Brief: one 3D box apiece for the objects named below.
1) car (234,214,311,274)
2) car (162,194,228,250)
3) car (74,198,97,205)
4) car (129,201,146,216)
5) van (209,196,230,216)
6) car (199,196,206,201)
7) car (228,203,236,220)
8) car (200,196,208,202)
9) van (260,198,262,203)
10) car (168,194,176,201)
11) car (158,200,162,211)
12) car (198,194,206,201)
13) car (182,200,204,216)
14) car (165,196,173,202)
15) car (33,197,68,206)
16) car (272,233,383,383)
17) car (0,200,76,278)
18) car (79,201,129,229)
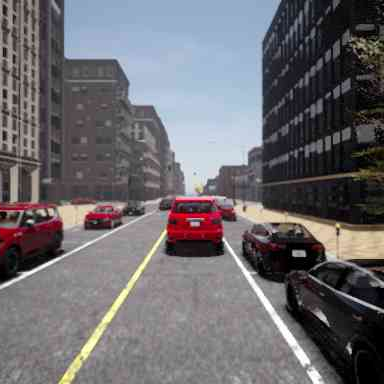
[{"bbox_3d":[2.665,1.571,10.361,1.947,1.339,4.313,0,0,0],"label":"car"},{"bbox_3d":[0.103,1.230,14.464,2.150,2.045,5.566,0,0,0],"label":"car"},{"bbox_3d":[-17.440,1.573,53.938,4.206,1.307,1.802,0,0,0],"label":"car"},{"bbox_3d":[-5.672,1.590,33.147,1.947,1.339,4.313,0,0,0],"label":"car"},{"bbox_3d":[2.676,1.366,33.117,1.690,1.788,3.998,0,0,0],"label":"van"},{"bbox_3d":[2.735,1.702,88.982,1.802,1.307,4.206,0,0,0],"label":"car"},{"bbox_3d":[2.673,1.601,27.428,1.802,1.307,4.206,0,0,0],"label":"car"},{"bbox_3d":[2.731,1.622,78.074,1.752,1.417,4.829,0,0,0],"label":"car"},{"bbox_3d":[14.930,1.474,62.383,3.998,1.788,1.690,0,-1,0],"label":"van"},{"bbox_3d":[-5.641,1.448,94.525,2.192,1.841,5.009,0,0,0],"label":"car"},{"bbox_3d":[-3.032,1.511,41.158,1.882,1.535,5.008,0,0,1],"label":"car"},{"bbox_3d":[2.739,1.448,94.522,2.192,1.841,5.009,0,0,0],"label":"car"},{"bbox_3d":[0.117,1.573,34.104,2.033,1.411,5.357,0,0,0],"label":"car"},{"bbox_3d":[-5.648,1.632,83.276,1.752,1.417,4.829,0,0,0],"label":"car"},{"bbox_3d":[-22.933,1.506,53.928,4.829,1.417,1.752,0,0,0],"label":"car"},{"bbox_3d":[2.662,1.568,4.671,1.947,1.339,4.313,0,0,0],"label":"car"},{"bbox_3d":[-5.681,1.320,10.391,2.192,1.841,5.009,0,0,0],"label":"car"},{"bbox_3d":[-5.677,1.558,21.770,1.887,1.381,4.507,0,0,0],"label":"car"}]
